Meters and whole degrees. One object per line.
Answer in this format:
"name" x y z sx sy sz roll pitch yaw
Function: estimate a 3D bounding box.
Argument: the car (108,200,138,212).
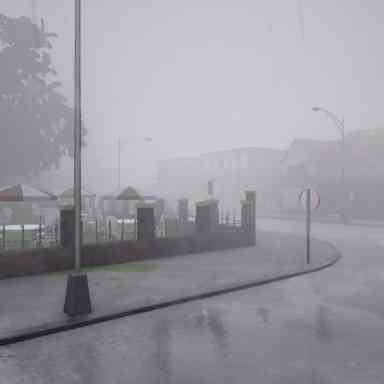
"car" -8.168 1.221 38.948 2.150 2.045 5.566 0 0 -35

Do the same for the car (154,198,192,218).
"car" -1.965 1.352 30.252 2.097 1.767 4.553 0 0 -36
